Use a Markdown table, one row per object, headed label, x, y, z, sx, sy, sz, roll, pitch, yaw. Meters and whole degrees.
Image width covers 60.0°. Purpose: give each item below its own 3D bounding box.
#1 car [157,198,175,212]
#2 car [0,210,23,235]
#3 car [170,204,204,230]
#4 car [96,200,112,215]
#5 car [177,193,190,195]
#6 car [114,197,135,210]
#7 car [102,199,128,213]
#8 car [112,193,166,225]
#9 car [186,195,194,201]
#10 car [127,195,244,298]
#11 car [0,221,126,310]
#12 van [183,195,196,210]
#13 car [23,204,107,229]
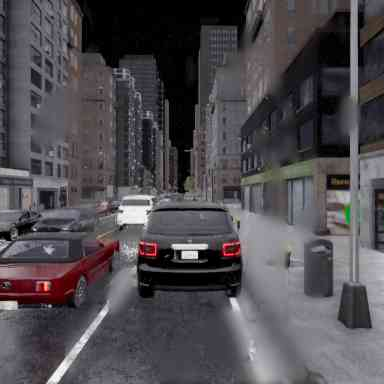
| label | x | y | z | sx | sy | sz | roll | pitch | yaw |
| --- | --- | --- | --- | --- | --- | --- | --- | --- | --- |
| car | -3.047 | 1.527 | 40.086 | 1.812 | 1.442 | 4.674 | 0 | 0 | 0 |
| car | -8.813 | 1.566 | 16.352 | 1.947 | 1.339 | 4.313 | 0 | 0 | 0 |
| car | -0.287 | 1.551 | 21.888 | 2.008 | 1.369 | 4.403 | 0 | 0 | 0 |
| car | -8.813 | 1.583 | 32.928 | 1.802 | 1.307 | 4.206 | 0 | 0 | 0 |
| car | -0.287 | 1.316 | 38.459 | 2.192 | 1.841 | 5.009 | 0 | 0 | 0 |
| car | -8.813 | 1.442 | 43.978 | 1.967 | 1.590 | 4.097 | 0 | 0 | 0 |
| car | -8.813 | 1.567 | 38.453 | 1.947 | 1.339 | 4.313 | 0 | 0 | 0 |
| car | -3.142 | 1.224 | 20.948 | 2.150 | 2.045 | 5.566 | 0 | 0 | 0 |
| car | -0.572 | 1.470 | 87.873 | 1.967 | 1.590 | 4.097 | 0 | 0 | -1 |
| car | -0.039 | 1.228 | 8.680 | 2.150 | 2.045 | 5.566 | 0 | 0 | 0 |
| car | -3.046 | 1.601 | 7.772 | 1.895 | 1.301 | 4.718 | 0 | 0 | 0 |
| van | -0.287 | 1.343 | 43.983 | 1.690 | 1.788 | 3.998 | 0 | 0 | 0 |
| car | -6.243 | 1.548 | 17.153 | 2.033 | 1.411 | 5.357 | 0 | 0 | 0 |
